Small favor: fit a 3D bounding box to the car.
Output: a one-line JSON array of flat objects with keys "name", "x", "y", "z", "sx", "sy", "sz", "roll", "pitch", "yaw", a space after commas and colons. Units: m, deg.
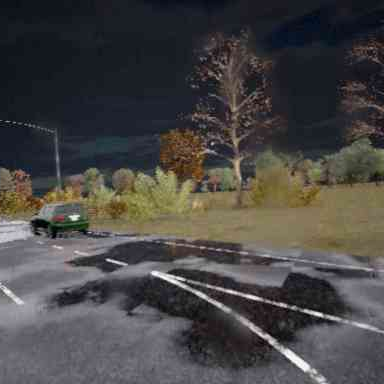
[{"name": "car", "x": -8.379, "y": 1.740, "z": 20.950, "sx": 2.150, "sy": 2.045, "sz": 5.566, "roll": -4, "pitch": 0, "yaw": -40}]
